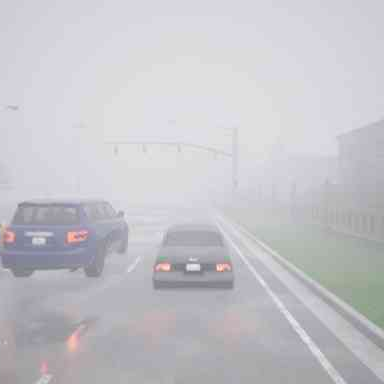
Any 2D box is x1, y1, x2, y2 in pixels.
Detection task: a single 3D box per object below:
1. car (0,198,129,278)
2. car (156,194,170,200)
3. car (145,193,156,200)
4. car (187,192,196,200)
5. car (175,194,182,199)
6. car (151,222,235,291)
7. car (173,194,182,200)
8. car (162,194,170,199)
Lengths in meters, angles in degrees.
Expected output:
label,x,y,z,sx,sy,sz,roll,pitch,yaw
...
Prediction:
label,x,y,z,sx,sy,sz,roll,pitch,yaw
car,-3.454,1.193,10.215,2.150,2.045,5.566,0,0,0
car,-7.164,1.362,83.111,1.895,1.301,4.718,0,0,0
car,-10.664,1.291,83.073,1.812,1.442,4.674,0,0,0
car,-0.163,0.992,82.707,2.150,2.045,5.566,0,0,0
car,-3.684,1.175,93.120,1.895,1.301,4.718,0,0,0
car,0.039,1.522,9.061,2.033,1.411,5.357,0,0,0
car,-3.663,1.245,82.670,1.882,1.535,5.008,0,0,0
car,-7.184,1.132,93.083,1.994,1.385,4.181,0,0,0
